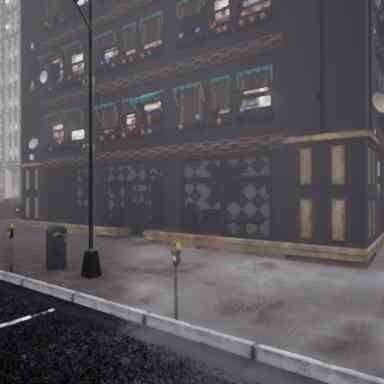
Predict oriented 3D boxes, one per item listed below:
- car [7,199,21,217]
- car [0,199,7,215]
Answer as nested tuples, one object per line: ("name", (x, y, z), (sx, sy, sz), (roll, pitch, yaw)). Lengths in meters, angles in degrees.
("car", (-11.432, 1.274, 25.741), (1.947, 1.339, 4.313), (1, 1, 35))
("car", (-16.160, 1.295, 29.103), (1.994, 1.385, 4.181), (0, 1, 35))
